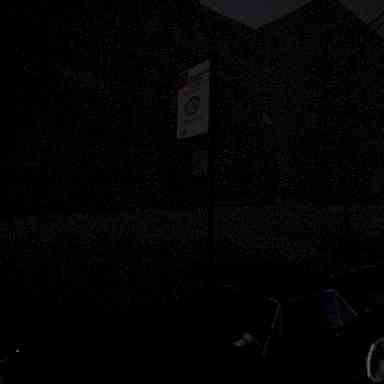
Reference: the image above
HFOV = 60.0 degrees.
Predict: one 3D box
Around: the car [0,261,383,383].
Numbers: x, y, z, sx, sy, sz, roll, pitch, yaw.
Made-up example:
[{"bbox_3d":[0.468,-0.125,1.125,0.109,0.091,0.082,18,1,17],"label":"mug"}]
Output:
[{"bbox_3d":[0.534,1.602,3.765,4.718,1.301,1.895,0,0,-35],"label":"car"}]
